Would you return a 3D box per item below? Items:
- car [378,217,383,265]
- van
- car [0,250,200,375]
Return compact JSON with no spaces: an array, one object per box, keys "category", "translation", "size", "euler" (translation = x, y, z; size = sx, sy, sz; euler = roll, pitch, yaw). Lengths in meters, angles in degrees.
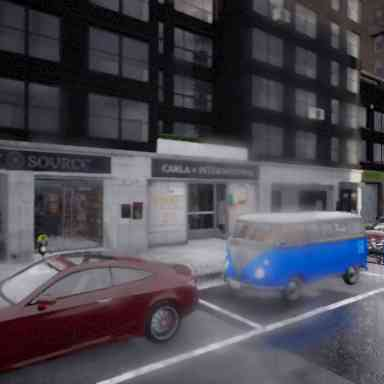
[{"category":"car","translation":[7.001,1.521,11.206],"size":[4.097,1.590,1.967],"euler":[0,0,-36]},{"category":"van","translation":[2.600,1.386,8.056],"size":[3.998,1.788,1.690],"euler":[0,0,-36]},{"category":"car","translation":[-1.802,1.591,4.905],"size":[4.206,1.307,1.802],"euler":[0,0,-36]}]
